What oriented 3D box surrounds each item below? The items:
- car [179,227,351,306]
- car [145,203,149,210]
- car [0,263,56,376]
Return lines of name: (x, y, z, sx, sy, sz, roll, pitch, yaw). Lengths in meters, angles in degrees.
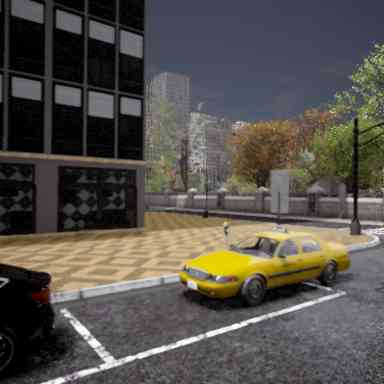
car: (1.972, 1.567, 8.121, 4.829, 1.417, 1.752, 0, 0, -35)
car: (-7.693, 1.819, 47.489, 1.994, 1.385, 4.181, 1, -1, -34)
car: (-3.890, 1.559, 3.881, 4.313, 1.339, 1.947, 0, 0, -35)
